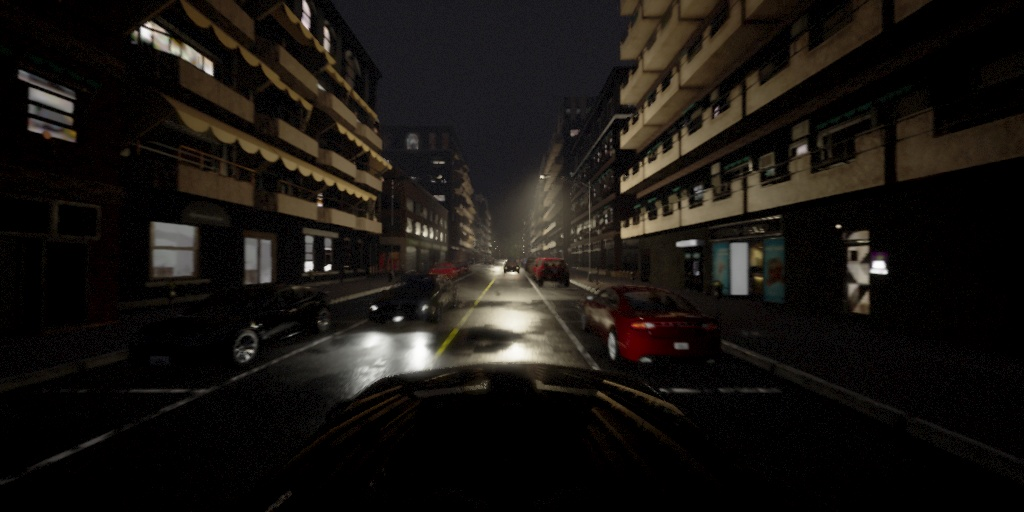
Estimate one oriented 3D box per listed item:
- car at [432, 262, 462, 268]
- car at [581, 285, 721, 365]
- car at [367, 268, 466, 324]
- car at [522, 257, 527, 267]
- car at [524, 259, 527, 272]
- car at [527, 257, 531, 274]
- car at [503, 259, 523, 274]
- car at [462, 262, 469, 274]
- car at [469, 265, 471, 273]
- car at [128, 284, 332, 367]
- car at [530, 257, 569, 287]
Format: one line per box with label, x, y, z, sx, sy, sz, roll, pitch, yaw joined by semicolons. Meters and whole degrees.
car;-5.706;1.303;30.253;1.888;1.381;4.507;0;0;0
car;2.688;1.297;7.933;1.888;1.381;4.507;0;0;0
car;-3.031;1.301;12.227;2.033;1.411;5.357;0;0;0
car;2.665;1.079;46.932;2.192;1.841;5.009;0;0;0
car;2.668;1.288;41.530;1.751;1.417;4.829;0;0;0
car;2.675;1.073;30.217;2.192;1.841;5.009;0;0;0
car;-0.022;1.363;41.187;1.895;1.301;4.718;0;0;0
car;-5.709;1.342;35.824;1.802;1.307;4.207;0;0;0
car;-5.713;1.344;41.395;1.802;1.307;4.207;0;0;0
car;-5.693;1.317;7.968;1.948;1.339;4.313;0;0;0
car;2.678;1.071;24.647;2.192;1.841;5.009;0;0;0
